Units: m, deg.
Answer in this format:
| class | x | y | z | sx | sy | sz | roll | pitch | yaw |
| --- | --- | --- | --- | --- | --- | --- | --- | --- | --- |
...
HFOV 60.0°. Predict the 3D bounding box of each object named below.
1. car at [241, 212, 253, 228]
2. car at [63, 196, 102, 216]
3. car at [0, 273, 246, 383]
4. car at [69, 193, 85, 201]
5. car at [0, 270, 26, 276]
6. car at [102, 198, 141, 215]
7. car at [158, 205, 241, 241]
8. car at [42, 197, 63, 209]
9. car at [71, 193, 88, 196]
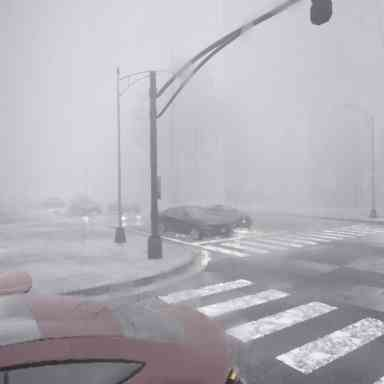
| class | x | y | z | sx | sy | sz | roll | pitch | yaw |
| --- | --- | --- | --- | --- | --- | --- | --- | --- | --- |
| car | 1.713 | 1.467 | 20.222 | 1.994 | 1.385 | 4.181 | -1 | 1 | -37 |
| car | -10.008 | 1.372 | 30.967 | 2.033 | 1.411 | 5.357 | -1 | 1 | -36 |
| car | -1.692 | 1.526 | 1.984 | 4.674 | 1.442 | 1.812 | 0 | 0 | -36 |
| car | -22.844 | 0.923 | 66.041 | 1.812 | 1.442 | 4.674 | -1 | 1 | -36 |
| car | -4.179 | 1.545 | 3.677 | 4.507 | 1.381 | 1.887 | 0 | -1 | -36 |
| car | -6.622 | 1.313 | 31.819 | 1.812 | 1.442 | 4.674 | -1 | 1 | -35 |
| car | -0.037 | 1.442 | 16.994 | 1.882 | 1.535 | 5.008 | -1 | 1 | -36 |
| car | -16.984 | 1.290 | 40.769 | 1.994 | 1.385 | 4.181 | -1 | 1 | -35 |
| car | -13.944 | 1.038 | 42.101 | 2.097 | 1.767 | 4.553 | -1 | 1 | -35 |
